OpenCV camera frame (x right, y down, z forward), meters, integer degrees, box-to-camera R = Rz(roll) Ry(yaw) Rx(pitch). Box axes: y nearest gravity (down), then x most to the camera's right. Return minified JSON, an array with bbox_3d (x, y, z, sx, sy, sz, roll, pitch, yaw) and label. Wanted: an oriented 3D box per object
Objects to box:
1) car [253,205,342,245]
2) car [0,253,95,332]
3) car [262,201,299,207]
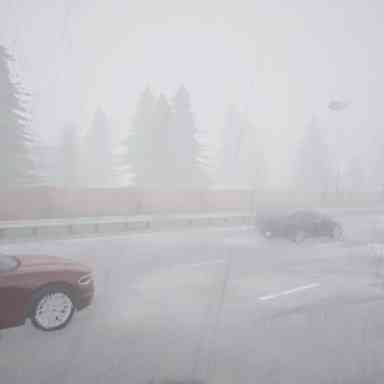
[{"bbox_3d":[5.362,1.584,16.175,4.892,1.490,1.837,0,0,-36],"label":"car"},{"bbox_3d":[-4.058,1.474,5.150,5.008,1.535,1.882,0,0,-36],"label":"car"},{"bbox_3d":[6.031,1.448,20.958,4.553,1.767,2.097,1,0,-36],"label":"car"}]
